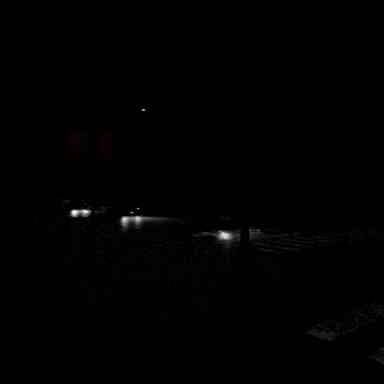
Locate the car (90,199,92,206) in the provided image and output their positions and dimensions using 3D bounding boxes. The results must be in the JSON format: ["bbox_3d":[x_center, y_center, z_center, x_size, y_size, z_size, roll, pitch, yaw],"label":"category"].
[{"bbox_3d":[-18.943,1.819,56.577,1.895,1.301,4.718,0,0,-36],"label":"car"}]

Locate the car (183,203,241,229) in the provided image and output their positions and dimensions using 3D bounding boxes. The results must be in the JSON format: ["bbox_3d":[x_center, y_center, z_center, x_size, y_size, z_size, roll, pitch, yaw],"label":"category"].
[{"bbox_3d":[1.330,1.540,22.403,1.882,1.535,5.008,0,0,-36],"label":"car"}]

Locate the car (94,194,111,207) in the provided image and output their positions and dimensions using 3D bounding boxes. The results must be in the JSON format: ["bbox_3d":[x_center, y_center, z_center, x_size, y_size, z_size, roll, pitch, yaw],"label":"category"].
[{"bbox_3d":[-15.861,1.444,57.848,2.150,2.045,5.566,0,0,-35],"label":"car"}]

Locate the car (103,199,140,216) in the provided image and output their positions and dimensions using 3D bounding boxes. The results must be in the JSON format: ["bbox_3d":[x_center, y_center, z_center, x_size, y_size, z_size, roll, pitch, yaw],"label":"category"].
[{"bbox_3d":[-7.143,1.720,34.216,1.895,1.301,4.718,0,0,-36],"label":"car"}]

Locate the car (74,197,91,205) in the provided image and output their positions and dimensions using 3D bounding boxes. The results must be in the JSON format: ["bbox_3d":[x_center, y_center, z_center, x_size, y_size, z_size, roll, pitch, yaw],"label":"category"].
[{"bbox_3d":[-21.818,1.761,66.155,1.837,1.490,4.892,0,0,-36],"label":"car"}]

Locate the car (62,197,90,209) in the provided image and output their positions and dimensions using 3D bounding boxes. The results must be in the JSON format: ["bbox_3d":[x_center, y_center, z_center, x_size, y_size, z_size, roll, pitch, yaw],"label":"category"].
[{"bbox_3d":[-16.574,1.781,47.472,1.895,1.301,4.718,0,0,-35],"label":"car"}]

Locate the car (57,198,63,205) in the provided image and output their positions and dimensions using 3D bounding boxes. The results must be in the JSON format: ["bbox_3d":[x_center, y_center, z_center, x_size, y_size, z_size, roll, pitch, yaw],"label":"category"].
[{"bbox_3d":[-25.088,1.820,65.136,1.994,1.385,4.181,0,0,-36],"label":"car"}]
